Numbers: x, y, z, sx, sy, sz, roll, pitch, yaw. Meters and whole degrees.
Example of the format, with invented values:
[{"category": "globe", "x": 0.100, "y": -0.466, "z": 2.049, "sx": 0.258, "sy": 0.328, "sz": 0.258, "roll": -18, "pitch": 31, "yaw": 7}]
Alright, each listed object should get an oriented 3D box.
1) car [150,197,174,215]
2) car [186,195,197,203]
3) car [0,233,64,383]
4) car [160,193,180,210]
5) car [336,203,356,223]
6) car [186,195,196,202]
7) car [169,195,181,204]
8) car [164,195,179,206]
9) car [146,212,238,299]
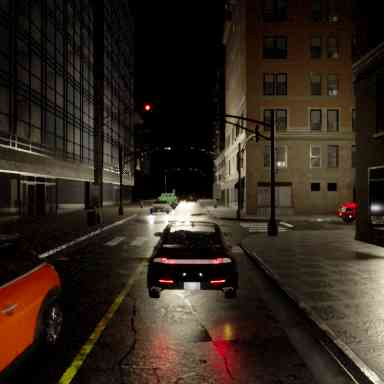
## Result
[{"category": "car", "x": -3.184, "y": 1.506, "z": 34.260, "sx": 1.812, "sy": 1.442, "sz": 4.674, "roll": 0, "pitch": 0, "yaw": 0}, {"category": "car", "x": -0.072, "y": 1.308, "z": 65.989, "sx": 2.097, "sy": 1.767, "sz": 4.553, "roll": 0, "pitch": 0, "yaw": 0}, {"category": "car", "x": -3.027, "y": 1.351, "z": 3.174, "sx": 2.097, "sy": 1.767, "sz": 4.553, "roll": 0, "pitch": 0, "yaw": 1}, {"category": "car", "x": -3.190, "y": 1.194, "z": 43.714, "sx": 2.150, "sy": 2.045, "sz": 5.566, "roll": 0, "pitch": 0, "yaw": 1}, {"category": "car", "x": 13.032, "y": 1.174, "z": 23.027, "sx": 5.566, "sy": 2.045, "sz": 2.150, "roll": 0, "pitch": 0, "yaw": -1}, {"category": "car", "x": -0.197, "y": 1.473, "z": 75.682, "sx": 2.128, "sy": 1.511, "sz": 4.902, "roll": 0, "pitch": 0, "yaw": 0}, {"category": "car", "x": -3.224, "y": 1.449, "z": 63.990, "sx": 2.128, "sy": 1.511, "sz": 4.902, "roll": 0, "pitch": 0, "yaw": 0}, {"category": "car", "x": -3.210, "y": 1.317, "z": 53.618, "sx": 2.097, "sy": 1.767, "sz": 4.553, "roll": 0, "pitch": 0, "yaw": 0}, {"category": "car", "x": 0.024, "y": 1.490, "z": 8.460, "sx": 2.128, "sy": 1.511, "sz": 4.902, "roll": 0, "pitch": 0, "yaw": 1}]
